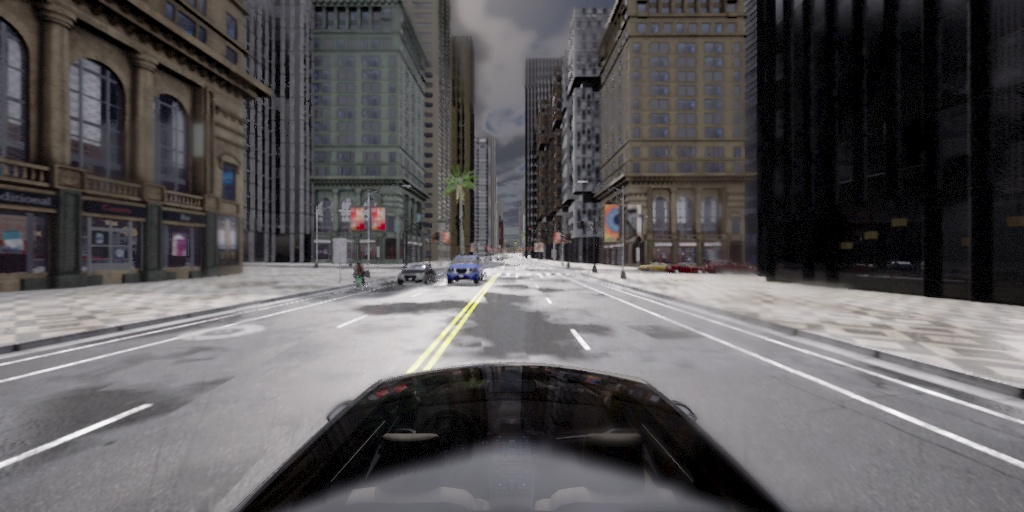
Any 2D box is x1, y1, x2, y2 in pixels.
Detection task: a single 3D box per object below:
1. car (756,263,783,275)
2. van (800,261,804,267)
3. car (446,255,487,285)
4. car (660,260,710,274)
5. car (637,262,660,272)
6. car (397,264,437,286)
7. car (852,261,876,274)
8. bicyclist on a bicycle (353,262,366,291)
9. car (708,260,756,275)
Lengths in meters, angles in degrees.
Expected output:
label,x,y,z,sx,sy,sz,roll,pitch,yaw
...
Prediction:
label,x,y,z,sx,sy,sz,roll,pitch,yaw
car,30.909,1.707,43.139,4.207,1.307,1.802,0,0,0
van,35.996,1.534,43.120,3.998,1.789,1.690,0,0,0
car,-3.325,0.945,26.392,2.150,2.045,5.566,0,0,0
car,20.734,1.532,43.175,4.507,1.381,1.888,0,0,0
car,20.596,1.529,51.704,4.829,1.417,1.751,0,0,0
car,-6.577,1.290,25.202,1.994,1.385,4.181,0,0,0
car,41.083,1.576,43.101,5.009,1.841,2.192,0,0,0
bicyclist on a bicycle,-8.789,1.185,20.733,0.582,1.620,1.656,0,0,-1
car,25.822,1.371,43.157,5.009,1.841,2.192,0,0,0
